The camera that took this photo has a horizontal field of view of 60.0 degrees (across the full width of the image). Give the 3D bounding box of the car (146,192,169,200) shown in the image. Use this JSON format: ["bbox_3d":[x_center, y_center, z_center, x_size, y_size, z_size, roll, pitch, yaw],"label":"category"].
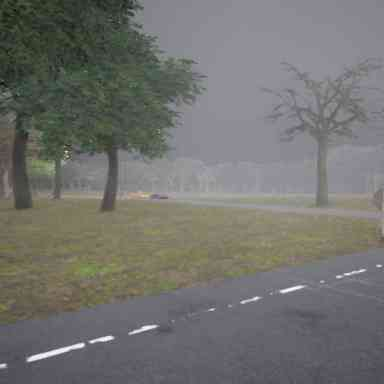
[{"bbox_3d":[-5.835,0.678,59.375,1.994,1.385,4.181,2,-1,-35],"label":"car"}]

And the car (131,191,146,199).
[{"bbox_3d":[-10.408,0.562,65.663,1.882,1.535,5.008,2,-1,-36],"label":"car"}]
